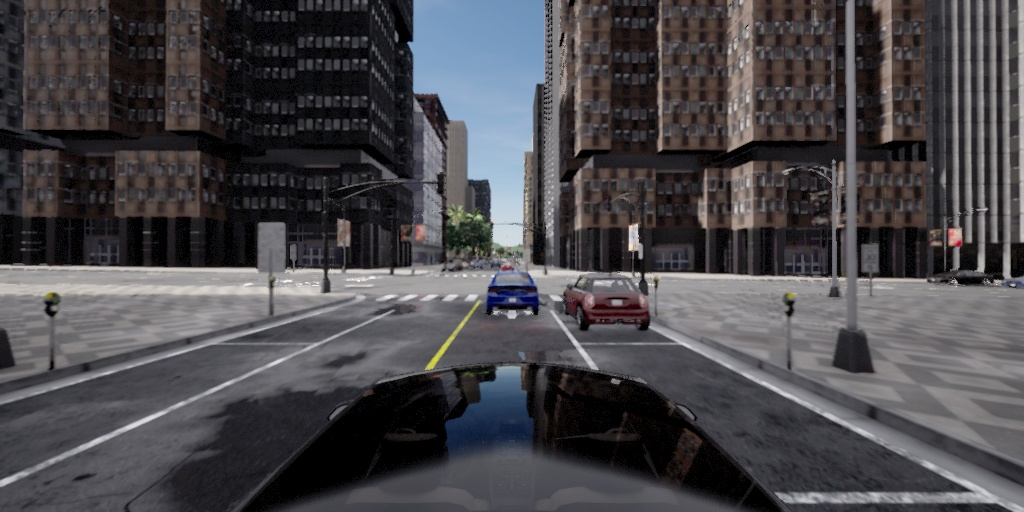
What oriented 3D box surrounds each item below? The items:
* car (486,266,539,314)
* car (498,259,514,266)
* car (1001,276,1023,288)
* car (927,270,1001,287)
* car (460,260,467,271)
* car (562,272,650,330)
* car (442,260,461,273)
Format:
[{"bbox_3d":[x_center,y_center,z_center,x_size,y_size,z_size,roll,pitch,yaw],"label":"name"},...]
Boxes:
[{"bbox_3d":[0.028,1.320,14.347,1.882,1.535,5.008,0,0,0],"label":"car"},{"bbox_3d":[-0.618,1.573,52.735,1.967,1.591,4.097,0,0,0],"label":"car"},{"bbox_3d":[46.748,2.224,31.558,5.357,1.411,2.033,1,0,0],"label":"car"},{"bbox_3d":[43.432,2.124,34.822,5.008,1.535,1.882,1,0,0],"label":"car"},{"bbox_3d":[-9.179,1.499,58.106,2.192,1.841,5.009,0,0,0],"label":"car"},{"bbox_3d":[2.758,1.261,11.345,1.967,1.591,4.097,0,0,0],"label":"car"},{"bbox_3d":[-9.143,1.698,52.681,1.948,1.339,4.313,0,0,0],"label":"car"}]
